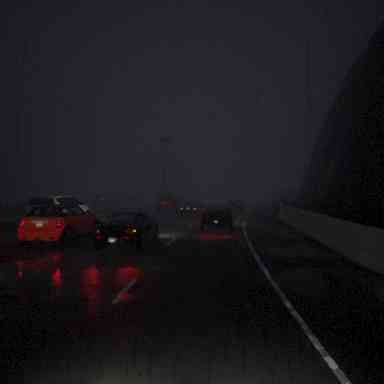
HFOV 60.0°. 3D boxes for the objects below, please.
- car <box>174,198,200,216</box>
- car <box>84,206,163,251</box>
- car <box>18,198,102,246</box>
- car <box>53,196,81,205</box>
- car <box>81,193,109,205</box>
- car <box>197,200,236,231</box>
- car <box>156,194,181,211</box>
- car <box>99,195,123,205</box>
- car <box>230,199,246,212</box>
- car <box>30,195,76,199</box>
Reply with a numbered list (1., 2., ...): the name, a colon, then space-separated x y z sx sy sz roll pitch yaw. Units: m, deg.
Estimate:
1. car: 0.156 1.567 32.915 2.033 1.411 5.357 0 0 12
2. car: -2.644 1.529 14.093 1.812 1.442 4.674 0 0 5
3. car: -5.985 1.351 15.587 2.097 1.767 4.553 0 0 5
4. car: -22.014 1.474 58.873 1.882 1.535 5.008 0 0 18
5. car: -17.662 1.226 60.919 2.150 2.045 5.566 0 0 19
6. car: 1.672 1.493 20.922 1.882 1.535 5.008 0 0 8
7. car: -2.307 1.240 37.879 2.150 2.045 5.566 0 0 13
8. car: -14.399 1.362 59.591 2.097 1.767 4.553 0 0 19
9. car: 5.221 1.524 39.103 2.128 1.511 4.902 0 0 14
10. car: -8.764 1.219 22.231 2.150 2.045 5.566 0 0 8
